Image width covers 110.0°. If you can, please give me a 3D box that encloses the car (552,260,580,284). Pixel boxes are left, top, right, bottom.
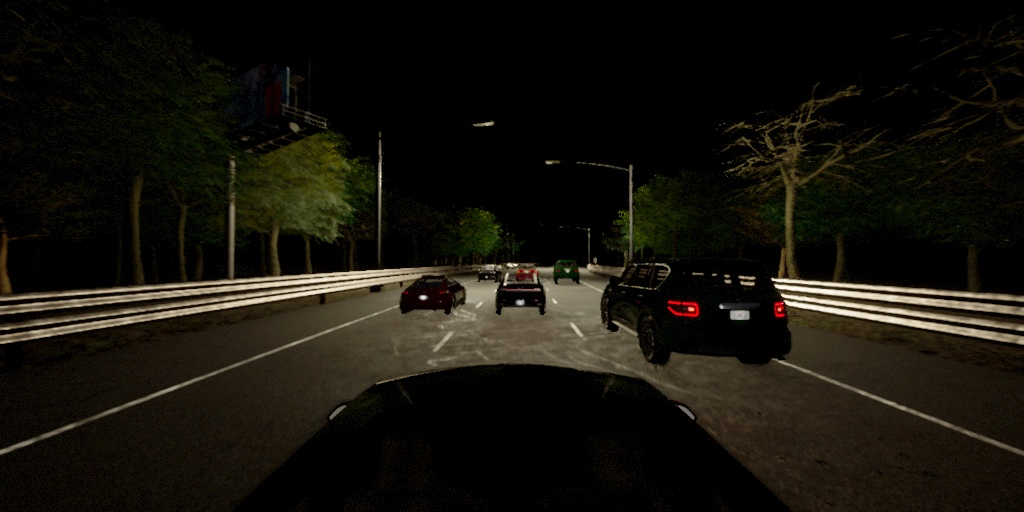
[{"bbox_3d":[4.902,1.421,32.870,2.150,2.045,5.566,0,-1,5],"label":"car"}]

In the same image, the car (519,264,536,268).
[{"bbox_3d":[1.468,1.557,33.608,2.097,1.767,4.553,0,-1,5],"label":"car"}]

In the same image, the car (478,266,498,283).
[{"bbox_3d":[-2.021,1.697,33.935,2.128,1.511,4.902,0,-1,5],"label":"car"}]

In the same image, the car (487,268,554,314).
[{"bbox_3d":[0.372,1.426,14.779,2.128,1.511,4.902,0,-1,2],"label":"car"}]

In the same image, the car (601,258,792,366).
[{"bbox_3d":[3.685,1.070,8.401,2.150,2.045,5.566,0,-1,1],"label":"car"}]

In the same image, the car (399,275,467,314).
[{"bbox_3d":[-3.124,1.496,14.908,1.994,1.385,4.181,0,-1,2],"label":"car"}]
